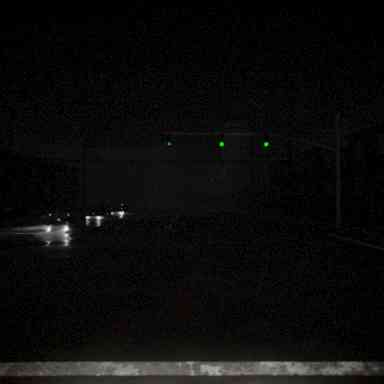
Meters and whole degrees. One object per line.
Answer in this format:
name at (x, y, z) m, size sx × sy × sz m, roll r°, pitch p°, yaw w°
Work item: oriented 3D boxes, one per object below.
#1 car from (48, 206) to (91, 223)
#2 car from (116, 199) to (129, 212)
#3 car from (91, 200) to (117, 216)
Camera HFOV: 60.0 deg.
car at (-10.563, 1.923, 28.586) m, size 1.895 × 1.301 × 4.718 m, roll 0°, pitch -1°, yaw 0°
car at (-10.544, 1.894, 48.299) m, size 2.097 × 1.767 × 4.553 m, roll 0°, pitch -1°, yaw 0°
car at (-10.561, 1.978, 38.310) m, size 2.033 × 1.411 × 5.357 m, roll 0°, pitch -1°, yaw 0°
